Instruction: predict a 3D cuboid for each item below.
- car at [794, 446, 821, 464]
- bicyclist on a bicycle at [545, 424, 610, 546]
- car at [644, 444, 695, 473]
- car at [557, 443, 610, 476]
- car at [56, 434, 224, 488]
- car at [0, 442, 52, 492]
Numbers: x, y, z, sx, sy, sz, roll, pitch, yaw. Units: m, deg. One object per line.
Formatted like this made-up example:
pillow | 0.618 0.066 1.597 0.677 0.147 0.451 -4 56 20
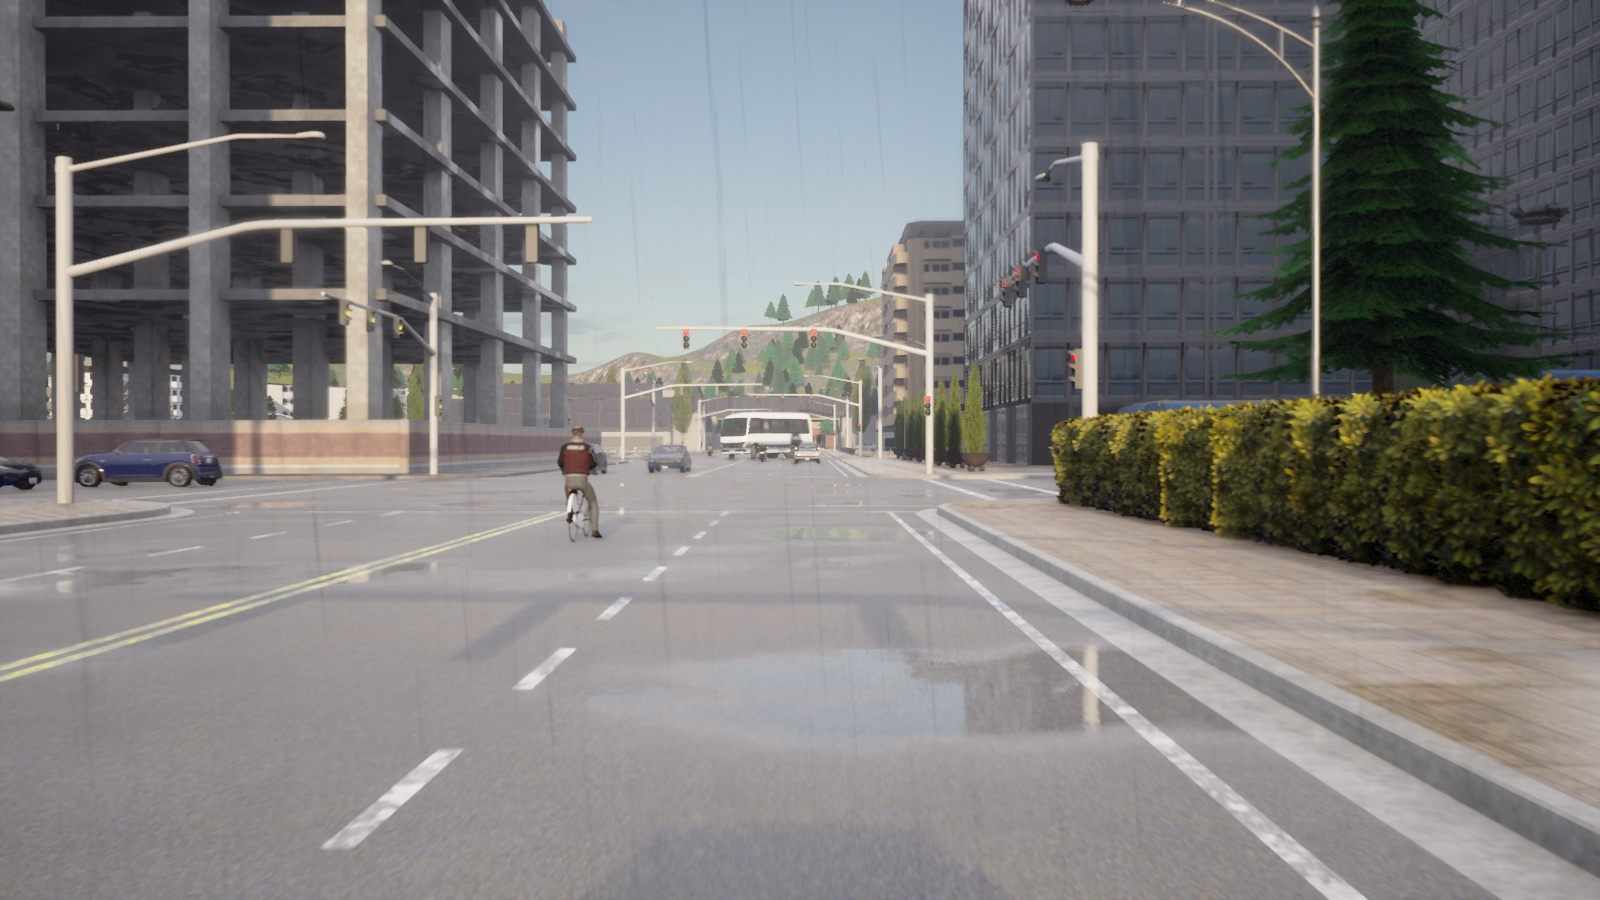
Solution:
car | 0.531 0.337 90.599 1.895 1.301 4.718 0 0 0
bicyclist on a bicycle | -3.375 0.506 19.210 0.659 1.776 1.843 0 1 0
car | -6.620 0.427 64.209 2.033 1.411 5.357 0 0 0
car | -10.149 0.419 59.062 1.845 1.501 3.633 0 0 0
car | -22.262 0.348 42.491 4.553 1.767 2.097 0 0 0
car | -26.291 0.505 39.038 4.792 1.488 2.163 0 0 1
